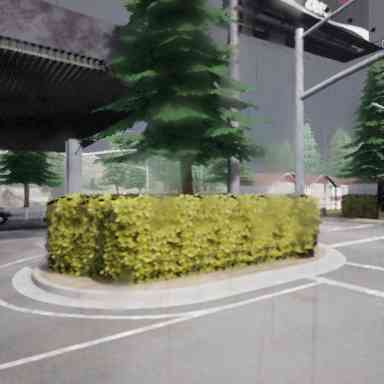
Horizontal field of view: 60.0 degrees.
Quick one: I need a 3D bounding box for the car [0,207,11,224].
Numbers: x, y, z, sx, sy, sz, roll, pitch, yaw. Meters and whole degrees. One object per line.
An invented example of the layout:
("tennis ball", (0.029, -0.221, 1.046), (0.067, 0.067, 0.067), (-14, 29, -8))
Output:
("car", (-14.215, 1.316, 21.877), (3.866, 1.878, 1.905), (0, 0, -36))
